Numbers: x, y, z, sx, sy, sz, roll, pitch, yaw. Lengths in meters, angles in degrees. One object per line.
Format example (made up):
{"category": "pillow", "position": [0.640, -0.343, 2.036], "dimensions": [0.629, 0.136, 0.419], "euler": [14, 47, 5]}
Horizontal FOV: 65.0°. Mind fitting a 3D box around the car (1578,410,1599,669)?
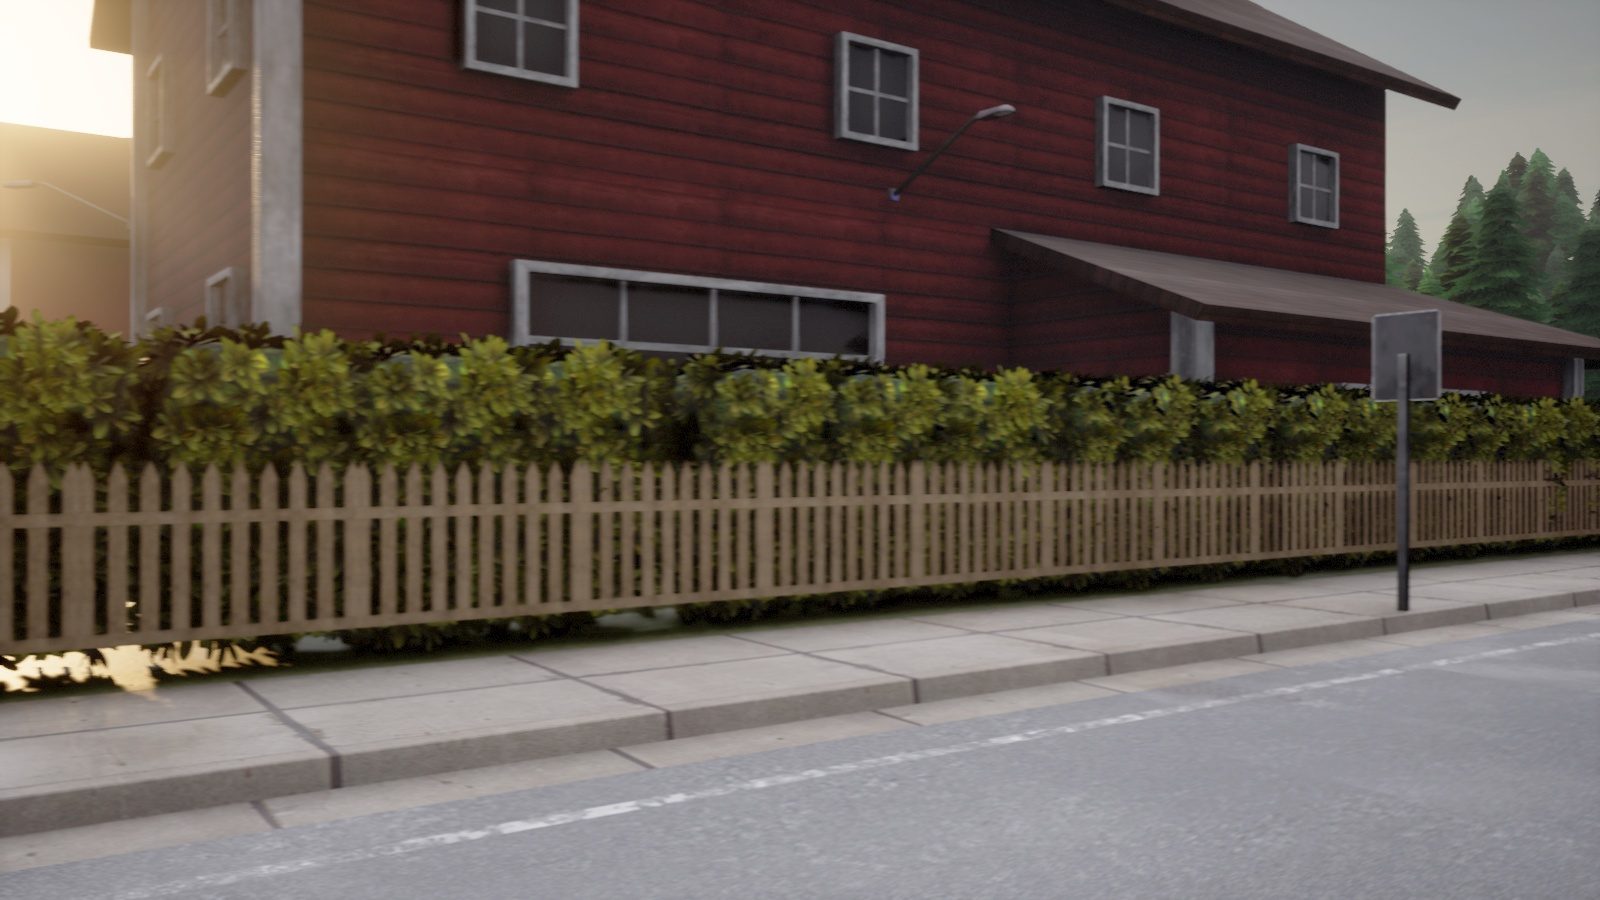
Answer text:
{"category": "car", "position": [7.849, 0.610, 9.123], "dimensions": [4.553, 1.767, 2.097], "euler": [0, 0, -35]}
